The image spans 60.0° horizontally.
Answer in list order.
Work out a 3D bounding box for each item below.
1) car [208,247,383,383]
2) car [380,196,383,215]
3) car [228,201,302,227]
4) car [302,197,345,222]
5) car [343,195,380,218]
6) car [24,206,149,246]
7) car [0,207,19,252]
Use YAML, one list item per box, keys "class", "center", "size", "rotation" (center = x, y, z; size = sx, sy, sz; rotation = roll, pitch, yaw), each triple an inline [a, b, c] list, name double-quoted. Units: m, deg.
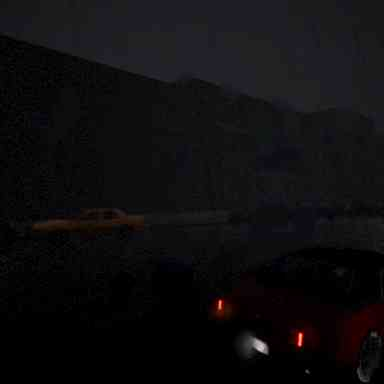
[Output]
- class: "car"
  center: [2.638, 1.574, 5.350]
  size: [4.718, 1.301, 1.895]
  rotation: [0, 0, -35]
- class: "car"
  center: [17.901, 1.148, 31.315]
  size: [4.553, 1.767, 2.185]
  rotation: [0, 0, -36]
- class: "car"
  center: [4.524, 1.361, 21.701]
  size: [4.892, 1.521, 2.231]
  rotation: [0, 0, -36]
- class: "car"
  center: [9.006, 1.371, 24.924]
  size: [4.674, 1.452, 2.002]
  rotation: [0, 0, -36]
- class: "car"
  center: [13.415, 1.177, 28.091]
  size: [4.553, 1.767, 2.185]
  rotation: [0, 0, -36]
- class: "car"
  center: [-4.605, 1.415, 15.141]
  size: [5.366, 1.575, 1.946]
  rotation: [0, 0, -36]
- class: "car"
  center: [-8.919, 1.320, 12.045]
  size: [4.553, 1.767, 2.185]
  rotation: [0, 0, -36]
